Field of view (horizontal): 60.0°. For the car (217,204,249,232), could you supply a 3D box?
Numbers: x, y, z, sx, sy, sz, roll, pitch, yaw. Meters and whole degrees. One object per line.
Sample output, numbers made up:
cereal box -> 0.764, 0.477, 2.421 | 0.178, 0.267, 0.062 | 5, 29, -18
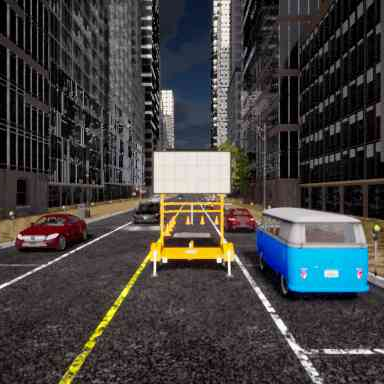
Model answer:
car -> 2.693, 1.581, 19.653 | 1.802, 1.307, 4.206 | 0, 0, 0

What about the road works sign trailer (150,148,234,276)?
road works sign trailer -> 0.001, 0.464, 10.288 | 2.380, 3.560, 2.880 | 0, 0, 0

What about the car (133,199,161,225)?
car -> -3.096, 1.504, 24.446 | 1.837, 1.490, 4.892 | 0, 0, 0

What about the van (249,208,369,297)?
van -> 2.691, 1.341, 8.269 | 1.690, 1.788, 3.998 | 0, 0, 0

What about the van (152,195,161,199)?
van -> -5.682, 1.328, 53.813 | 1.690, 1.788, 3.998 | 0, 0, 0

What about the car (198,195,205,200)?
car -> 2.705, 1.462, 93.655 | 1.887, 1.381, 4.507 | 0, 0, 0

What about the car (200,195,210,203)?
car -> 2.701, 1.401, 70.885 | 1.967, 1.590, 4.097 | 0, 0, 0

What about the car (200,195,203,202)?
car -> 2.698, 1.538, 53.808 | 2.008, 1.369, 4.403 | 0, 0, 0

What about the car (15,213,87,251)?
car -> -5.689, 1.581, 13.965 | 1.802, 1.307, 4.206 | 0, 0, 0

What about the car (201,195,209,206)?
car -> 2.697, 1.544, 48.116 | 2.008, 1.369, 4.403 | 0, 0, 0

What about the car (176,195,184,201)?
car -> -2.989, 1.460, 85.498 | 1.812, 1.442, 4.674 | 0, 0, 0

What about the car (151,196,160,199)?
car -> -5.684, 1.548, 42.428 | 2.008, 1.369, 4.403 | 0, 0, 0

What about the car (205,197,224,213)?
car -> 2.695, 1.581, 36.731 | 1.802, 1.307, 4.206 | 0, 0, 0
